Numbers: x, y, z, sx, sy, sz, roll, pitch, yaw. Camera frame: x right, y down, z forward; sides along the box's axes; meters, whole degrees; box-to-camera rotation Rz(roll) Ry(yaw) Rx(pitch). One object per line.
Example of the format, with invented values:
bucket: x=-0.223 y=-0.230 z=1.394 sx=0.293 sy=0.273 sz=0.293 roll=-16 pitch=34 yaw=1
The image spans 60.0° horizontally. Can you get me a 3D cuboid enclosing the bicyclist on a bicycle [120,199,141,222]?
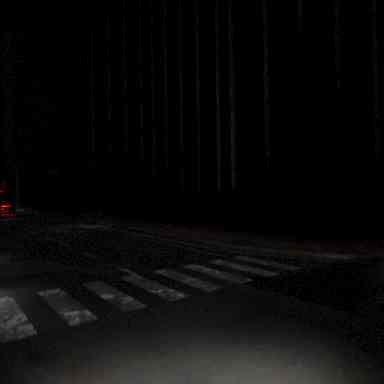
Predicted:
bicyclist on a bicycle: x=-4.480 y=1.360 z=24.255 sx=1.656 sy=1.620 sz=0.582 roll=-1 pitch=0 yaw=-36

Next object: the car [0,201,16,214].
car: x=-23.549 y=1.895 z=41.963 sx=1.837 sy=1.490 sz=4.892 roll=-1 pitch=0 yaw=-36
